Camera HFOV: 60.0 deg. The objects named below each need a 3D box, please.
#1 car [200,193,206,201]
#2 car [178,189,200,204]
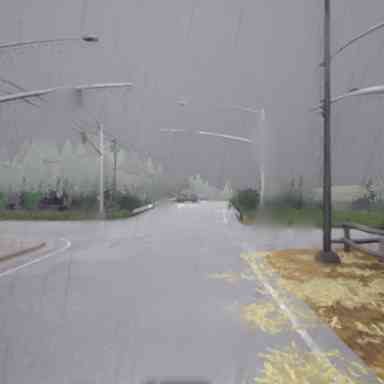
[{"bbox_3d":[1.661,1.038,63.285,1.837,1.490,4.892,0,-1,9],"label":"car"},{"bbox_3d":[-0.574,0.540,47.510,2.150,2.045,5.566,0,1,8],"label":"car"}]
